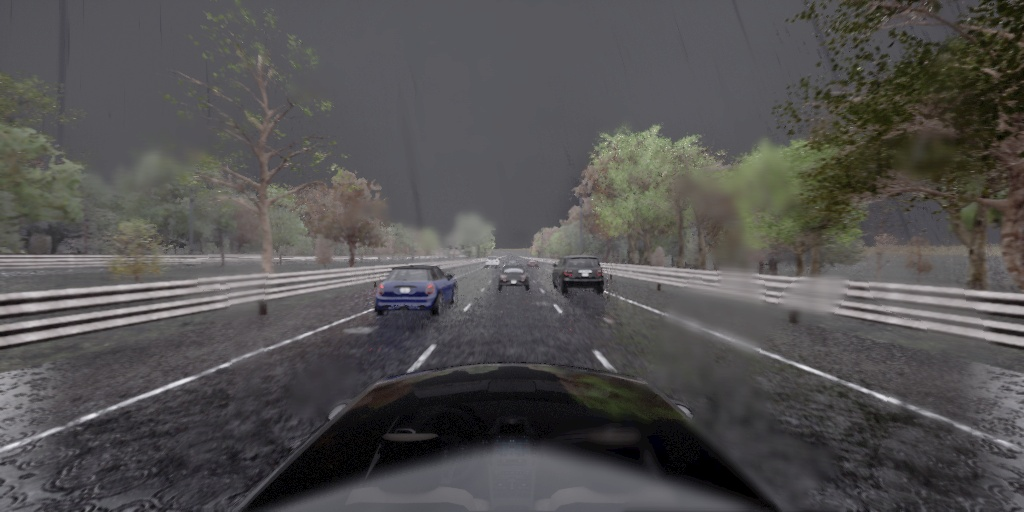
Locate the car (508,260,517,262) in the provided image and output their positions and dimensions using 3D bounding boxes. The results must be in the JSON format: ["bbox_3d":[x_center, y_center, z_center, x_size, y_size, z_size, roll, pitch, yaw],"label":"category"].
[{"bbox_3d":[0.099,1.356,61.104,2.033,1.411,5.357,0,0,0],"label":"car"}]

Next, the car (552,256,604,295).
[{"bbox_3d":[3.601,0.994,20.273,2.150,2.045,5.566,0,0,0],"label":"car"}]

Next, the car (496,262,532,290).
[{"bbox_3d":[0.103,1.300,22.770,1.812,1.442,4.674,0,0,0],"label":"car"}]

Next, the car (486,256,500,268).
[{"bbox_3d":[-3.398,1.033,64.188,2.150,2.045,5.566,0,0,0],"label":"car"}]

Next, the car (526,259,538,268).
[{"bbox_3d":[3.604,1.336,64.349,1.812,1.442,4.674,0,0,0],"label":"car"}]

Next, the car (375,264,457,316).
[{"bbox_3d":[-3.399,1.115,13.521,2.097,1.767,4.553,0,0,0],"label":"car"}]
